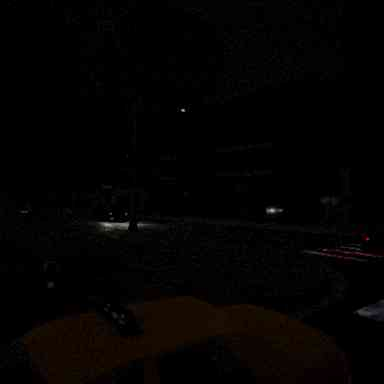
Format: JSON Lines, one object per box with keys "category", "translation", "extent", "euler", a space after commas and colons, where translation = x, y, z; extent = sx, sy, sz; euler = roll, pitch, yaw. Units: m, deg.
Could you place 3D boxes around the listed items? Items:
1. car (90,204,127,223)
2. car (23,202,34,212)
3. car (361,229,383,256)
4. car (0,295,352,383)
{"category": "car", "translation": [-7.494, 1.867, 29.750], "extent": [1.882, 1.535, 5.008], "euler": [1, -2, -37]}
{"category": "car", "translation": [-27.153, 2.529, 56.220], "extent": [1.882, 1.535, 5.008], "euler": [1, -2, -37]}
{"category": "car", "translation": [7.716, 1.534, 9.254], "extent": [2.033, 1.411, 5.357], "euler": [1, -1, -37]}
{"category": "car", "translation": [-0.758, 1.524, 2.303], "extent": [4.829, 1.417, 1.752], "euler": [0, 1, -36]}
